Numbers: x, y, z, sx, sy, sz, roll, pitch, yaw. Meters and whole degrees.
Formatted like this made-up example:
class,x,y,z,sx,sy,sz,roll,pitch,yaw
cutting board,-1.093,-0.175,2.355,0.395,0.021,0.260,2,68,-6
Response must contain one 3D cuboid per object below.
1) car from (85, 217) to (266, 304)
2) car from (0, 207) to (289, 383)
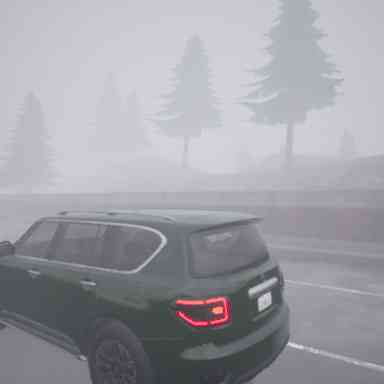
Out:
class,x,y,z,sx,sy,sz,roll,pitch,yaw
car,-0.664,1.571,9.038,4.892,1.490,1.837,0,0,38
car,-1.362,1.264,5.142,5.566,2.045,2.150,-1,0,37
